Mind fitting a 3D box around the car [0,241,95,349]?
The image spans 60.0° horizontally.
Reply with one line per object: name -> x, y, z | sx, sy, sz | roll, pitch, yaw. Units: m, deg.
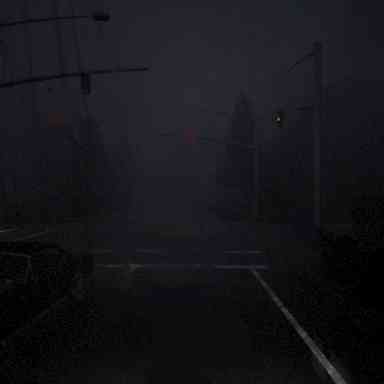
car -> -3.307, 1.601, 5.546 | 1.895, 1.301, 4.718 | 0, 0, 3
